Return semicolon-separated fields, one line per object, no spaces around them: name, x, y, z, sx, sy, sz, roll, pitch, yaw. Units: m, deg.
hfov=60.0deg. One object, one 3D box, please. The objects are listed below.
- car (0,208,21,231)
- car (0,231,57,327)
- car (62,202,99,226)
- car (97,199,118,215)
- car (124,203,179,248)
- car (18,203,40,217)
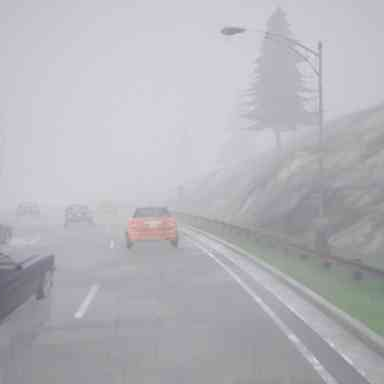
car;-8.392;1.585;12.444;2.033;1.411;5.357;0;0;-12
car;-3.816;1.618;5.408;1.895;1.301;4.718;0;0;-5
car;-8.168;1.562;23.759;2.033;1.411;5.357;0;0;-21
car;-8.895;1.479;33.935;1.882;1.535;5.008;0;0;-25
car;-1.951;1.338;15.061;2.097;1.767;4.553;0;0;-12
car;-15.293;1.654;31.167;1.895;1.301;4.718;0;0;-25
